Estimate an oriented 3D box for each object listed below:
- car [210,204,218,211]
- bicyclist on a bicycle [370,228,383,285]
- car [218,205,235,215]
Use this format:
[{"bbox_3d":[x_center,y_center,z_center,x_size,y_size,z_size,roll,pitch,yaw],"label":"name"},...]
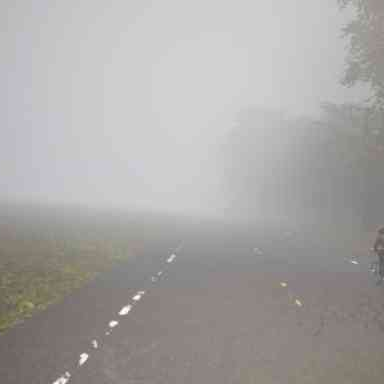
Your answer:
[{"bbox_3d":[5.153,3.381,73.128,2.033,1.411,5.357,2,-1,-4],"label":"car"},{"bbox_3d":[5.199,1.815,8.945,0.582,1.620,1.656,2,-1,6],"label":"bicyclist on a bicycle"},{"bbox_3d":[5.973,2.980,54.897,1.837,1.490,4.892,2,-1,-1],"label":"car"}]
